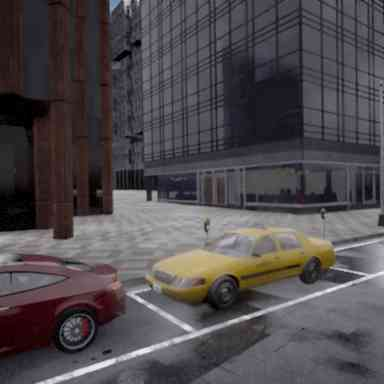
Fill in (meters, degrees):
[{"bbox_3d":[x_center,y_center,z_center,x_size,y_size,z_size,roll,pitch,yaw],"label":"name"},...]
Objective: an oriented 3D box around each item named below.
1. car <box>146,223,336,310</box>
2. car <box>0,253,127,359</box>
[{"bbox_3d":[1.323,1.421,7.566,4.829,1.417,1.752,-1,1,-35],"label":"car"},{"bbox_3d":[-2.978,1.581,4.528,4.206,1.307,1.802,-1,1,-35],"label":"car"}]
